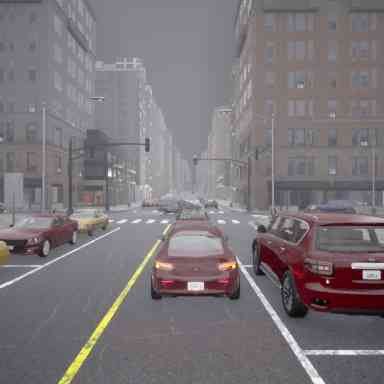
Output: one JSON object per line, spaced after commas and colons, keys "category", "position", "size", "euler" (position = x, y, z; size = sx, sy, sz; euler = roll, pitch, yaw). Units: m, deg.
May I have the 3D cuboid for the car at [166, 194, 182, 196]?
{"category": "car", "position": [-3.143, 1.562, 55.757], "size": [2.033, 1.411, 5.357], "euler": [0, 0, 0]}

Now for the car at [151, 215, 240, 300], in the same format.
{"category": "car", "position": [0.077, 1.528, 8.290], "size": [1.812, 1.442, 4.674], "euler": [0, 0, 0]}

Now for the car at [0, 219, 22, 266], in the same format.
{"category": "car", "position": [-5.856, 1.527, 7.167], "size": [1.752, 1.417, 4.829], "euler": [1, 0, 0]}

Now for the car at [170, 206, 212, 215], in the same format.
{"category": "car", "position": [0.046, 1.605, 17.468], "size": [1.895, 1.301, 4.718], "euler": [0, 0, 0]}

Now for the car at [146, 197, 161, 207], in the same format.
{"category": "car", "position": [-5.900, 1.557, 51.279], "size": [1.887, 1.381, 4.507], "euler": [1, 0, 0]}

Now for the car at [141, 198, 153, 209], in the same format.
{"category": "car", "position": [-5.895, 1.555, 45.606], "size": [1.887, 1.381, 4.507], "euler": [1, 0, 0]}

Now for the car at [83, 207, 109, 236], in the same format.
{"category": "car", "position": [-5.868, 1.529, 18.416], "size": [1.752, 1.417, 4.829], "euler": [1, 0, 0]}

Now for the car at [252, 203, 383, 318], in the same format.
{"category": "car", "position": [2.671, 1.317, 7.337], "size": [2.192, 1.841, 5.009], "euler": [1, 0, 0]}

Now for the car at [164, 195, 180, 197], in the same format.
{"category": "car", "position": [-3.129, 1.502, 45.517], "size": [2.128, 1.511, 4.902], "euler": [0, 0, 1]}

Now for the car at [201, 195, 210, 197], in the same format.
{"category": "car", "position": [2.625, 1.595, 51.278], "size": [1.802, 1.307, 4.206], "euler": [1, 0, 0]}

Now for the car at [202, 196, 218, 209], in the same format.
{"category": "car", "position": [2.631, 1.593, 45.605], "size": [1.802, 1.307, 4.206], "euler": [1, 0, 0]}

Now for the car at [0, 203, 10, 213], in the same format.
{"category": "car", "position": [-18.893, 1.185, 29.773], "size": [4.553, 1.767, 2.097], "euler": [0, -1, 0]}

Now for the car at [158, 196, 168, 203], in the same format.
{"category": "car", "position": [-5.917, 1.602, 68.297], "size": [1.802, 1.307, 4.206], "euler": [1, 0, 0]}

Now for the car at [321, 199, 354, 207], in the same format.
{"category": "car", "position": [13.566, 1.503, 32.822], "size": [4.553, 1.767, 2.097], "euler": [0, -1, 0]}

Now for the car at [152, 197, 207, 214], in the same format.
{"category": "car", "position": [-1.164, 1.577, 34.262], "size": [2.033, 1.411, 5.357], "euler": [1, 0, 41]}

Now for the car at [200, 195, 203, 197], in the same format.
{"category": "car", "position": [2.620, 1.597, 56.952], "size": [1.802, 1.307, 4.206], "euler": [1, 0, 0]}

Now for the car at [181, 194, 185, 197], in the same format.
{"category": "car", "position": [-3.088, 1.567, 66.701], "size": [2.033, 1.411, 5.357], "euler": [0, 0, 1]}

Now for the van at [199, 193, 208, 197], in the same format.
{"category": "van", "position": [2.616, 1.358, 62.626], "size": [1.690, 1.788, 3.998], "euler": [1, 0, 0]}

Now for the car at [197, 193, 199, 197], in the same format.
{"category": "car", "position": [2.611, 1.335, 68.299], "size": [2.192, 1.841, 5.009], "euler": [1, 0, 0]}

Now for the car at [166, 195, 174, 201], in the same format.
{"category": "car", "position": [-5.940, 1.615, 90.988], "size": [1.802, 1.307, 4.206], "euler": [1, 0, 0]}

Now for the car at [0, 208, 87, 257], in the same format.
{"category": "car", "position": [-5.862, 1.547, 12.962], "size": [1.887, 1.381, 4.507], "euler": [1, 0, 0]}

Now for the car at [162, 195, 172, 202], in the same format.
{"category": "car", "position": [-5.927, 1.466, 79.643], "size": [1.967, 1.590, 4.097], "euler": [1, 0, 0]}

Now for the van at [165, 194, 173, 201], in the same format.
{"category": "van", "position": [-5.932, 1.371, 85.316], "size": [1.690, 1.788, 3.998], "euler": [1, 0, 0]}

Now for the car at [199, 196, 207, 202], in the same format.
{"category": "car", "position": [2.597, 1.608, 79.645], "size": [1.802, 1.307, 4.206], "euler": [1, 0, 0]}
